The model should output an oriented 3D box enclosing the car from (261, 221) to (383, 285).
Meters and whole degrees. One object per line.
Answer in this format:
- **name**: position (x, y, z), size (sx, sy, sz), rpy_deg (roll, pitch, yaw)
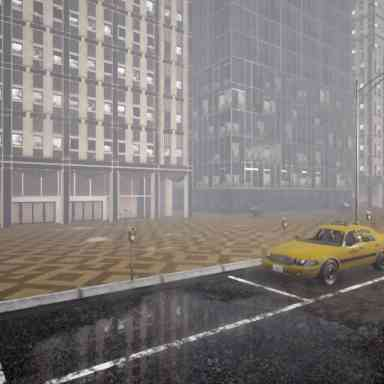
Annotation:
- **car**: position (4.037, 1.526, 9.454), size (4.829, 1.417, 1.752), rpy_deg (0, 0, -36)
